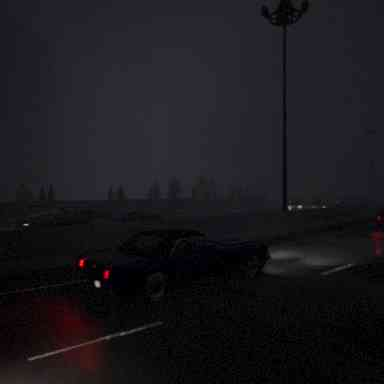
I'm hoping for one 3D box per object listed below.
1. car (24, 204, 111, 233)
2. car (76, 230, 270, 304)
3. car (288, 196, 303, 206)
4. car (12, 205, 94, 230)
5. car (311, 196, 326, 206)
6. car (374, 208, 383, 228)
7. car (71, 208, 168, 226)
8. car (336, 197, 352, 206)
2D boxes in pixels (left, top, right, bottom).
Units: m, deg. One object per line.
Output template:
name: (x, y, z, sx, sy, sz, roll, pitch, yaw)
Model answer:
car: (-7.588, 1.517, 20.527, 4.674, 1.442, 1.812, 0, 0, -40)
car: (-0.213, 1.594, 8.212, 4.718, 1.301, 1.895, 0, 0, -38)
car: (16.686, 1.436, 53.543, 1.837, 1.490, 4.892, 0, 1, 22)
car: (-6.410, 1.485, 16.984, 4.902, 1.511, 2.128, 0, 0, -40)
car: (19.970, 1.436, 52.341, 1.837, 1.490, 4.892, 0, 0, 22)
car: (13.067, 1.567, 21.040, 1.895, 1.301, 4.718, 0, 0, 41)
car: (-2.992, 1.554, 15.292, 4.181, 1.385, 1.994, 0, 0, -40)
car: (22.902, 1.475, 50.175, 2.033, 1.411, 5.357, 0, 0, 23)
